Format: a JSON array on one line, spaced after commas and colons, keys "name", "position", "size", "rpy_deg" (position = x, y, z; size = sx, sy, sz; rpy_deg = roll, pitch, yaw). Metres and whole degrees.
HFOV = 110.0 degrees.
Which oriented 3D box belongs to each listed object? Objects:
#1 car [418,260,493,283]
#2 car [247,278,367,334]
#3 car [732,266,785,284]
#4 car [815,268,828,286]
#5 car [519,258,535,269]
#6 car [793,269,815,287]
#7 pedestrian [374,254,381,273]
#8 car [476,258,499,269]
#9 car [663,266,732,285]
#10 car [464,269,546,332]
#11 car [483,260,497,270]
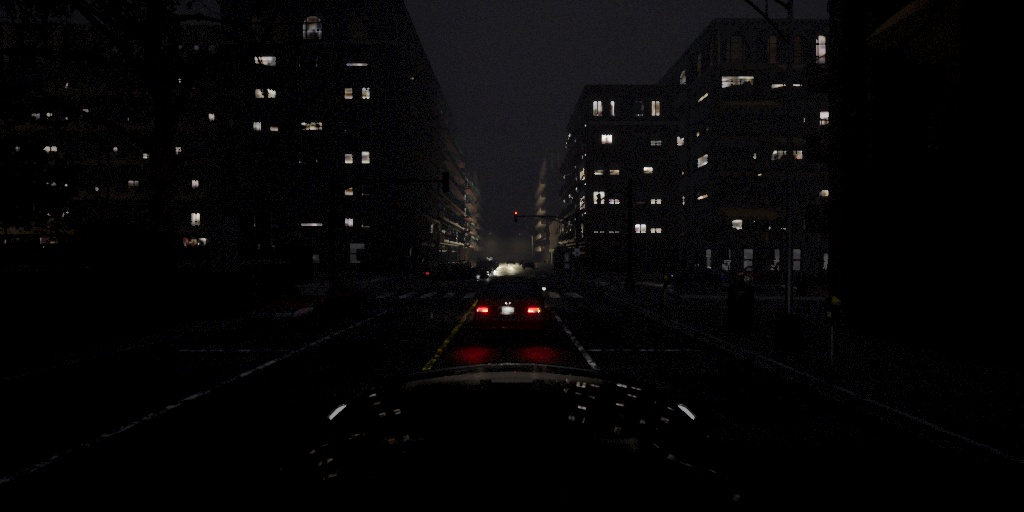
[{"name": "car", "position": [-4.541, 1.300, 28.101], "size": [5.357, 1.411, 2.033], "rpy_deg": [0, 0, -34]}, {"name": "car", "position": [-5.713, 1.331, 10.613], "size": [1.802, 1.307, 4.207], "rpy_deg": [0, 0, 0]}, {"name": "car", "position": [21.293, 1.570, 31.541], "size": [4.097, 1.591, 1.967], "rpy_deg": [0, 0, -1]}, {"name": "car", "position": [25.748, 1.462, 25.843], "size": [5.566, 2.045, 2.150], "rpy_deg": [1, 0, -1]}, {"name": "car", "position": [2.536, 1.298, 54.320], "size": [2.007, 1.370, 4.403], "rpy_deg": [0, 0, 0]}, {"name": "car", "position": [24.905, 1.809, 29.033], "size": [4.718, 1.301, 1.895], "rpy_deg": [1, 0, -1]}, {"name": "pedestrian", "position": [-12.807, 0.651, 33.995], "size": [0.375, 1.860, 0.375], "rpy_deg": [0, -1, -1]}, {"name": "car", "position": [-3.191, 1.295, 43.301], "size": [2.033, 1.411, 5.357], "rpy_deg": [0, 0, 4]}, {"name": "car", "position": [14.598, 1.551, 28.877], "size": [4.674, 1.442, 1.812], "rpy_deg": [1, 0, -1]}, {"name": "car", "position": [0.052, 1.296, 10.826], "size": [2.033, 1.411, 5.357], "rpy_deg": [0, 0, 3]}, {"name": "car", "position": [-3.231, 1.348, 53.251], "size": [1.895, 1.301, 4.718], "rpy_deg": [0, 0, 0]}]
